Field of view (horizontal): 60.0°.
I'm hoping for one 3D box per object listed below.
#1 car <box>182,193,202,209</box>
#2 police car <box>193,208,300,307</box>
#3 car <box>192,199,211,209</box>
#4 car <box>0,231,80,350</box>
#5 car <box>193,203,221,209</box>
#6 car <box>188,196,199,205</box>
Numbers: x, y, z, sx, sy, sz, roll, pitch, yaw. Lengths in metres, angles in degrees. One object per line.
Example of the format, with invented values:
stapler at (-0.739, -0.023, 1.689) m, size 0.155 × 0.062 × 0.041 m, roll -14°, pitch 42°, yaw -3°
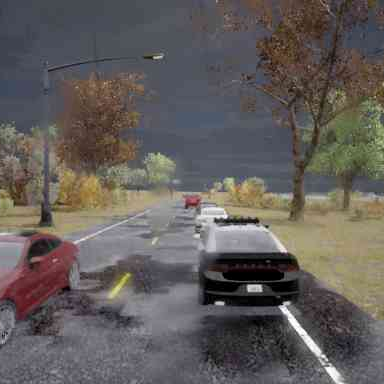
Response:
car at (0.206, 1.232, 45.317) m, size 2.150 × 2.045 × 5.566 m, roll 0°, pitch 0°, yaw 1°
police car at (1.067, 1.429, 8.218) m, size 1.930 × 1.638 × 5.238 m, roll 0°, pitch 0°, yaw 0°
car at (1.124, 1.513, 24.102) m, size 1.837 × 1.490 × 4.892 m, roll 0°, pitch 0°, yaw 0°
car at (-3.586, 1.528, 6.326) m, size 1.812 × 1.442 × 4.674 m, roll 0°, pitch 0°, yaw 0°
car at (1.098, 1.532, 18.103) m, size 1.812 × 1.442 × 4.674 m, roll 0°, pitch 0°, yaw 0°
car at (0.232, 1.533, 59.518) m, size 1.812 × 1.442 × 4.674 m, roll 0°, pitch 0°, yaw 0°
